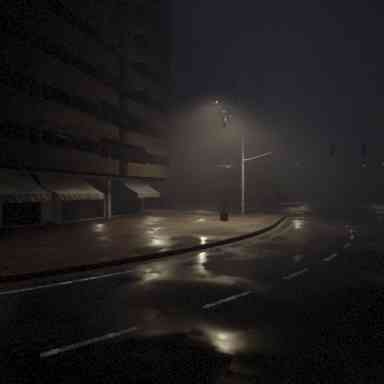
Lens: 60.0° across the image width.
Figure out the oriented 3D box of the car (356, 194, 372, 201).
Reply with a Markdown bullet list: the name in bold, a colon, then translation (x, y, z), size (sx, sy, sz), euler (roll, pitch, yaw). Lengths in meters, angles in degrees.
- **car**: translation (41.963, 1.507, 81.069), size (1.994, 1.385, 4.181), euler (0, 0, 21)

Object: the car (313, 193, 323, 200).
- **car**: translation (33.888, 1.208, 89.403), size (2.150, 2.045, 5.566), euler (0, 0, 21)

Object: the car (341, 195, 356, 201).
- **car**: translation (38.689, 1.479, 82.307), size (1.812, 1.442, 4.674), euler (0, 0, 21)

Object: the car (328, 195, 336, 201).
- **car**: translation (37.174, 1.460, 88.197), size (1.882, 1.535, 5.008), euler (0, 0, 21)
